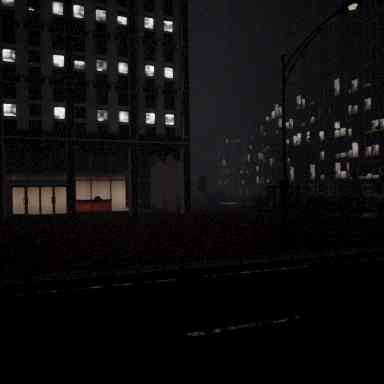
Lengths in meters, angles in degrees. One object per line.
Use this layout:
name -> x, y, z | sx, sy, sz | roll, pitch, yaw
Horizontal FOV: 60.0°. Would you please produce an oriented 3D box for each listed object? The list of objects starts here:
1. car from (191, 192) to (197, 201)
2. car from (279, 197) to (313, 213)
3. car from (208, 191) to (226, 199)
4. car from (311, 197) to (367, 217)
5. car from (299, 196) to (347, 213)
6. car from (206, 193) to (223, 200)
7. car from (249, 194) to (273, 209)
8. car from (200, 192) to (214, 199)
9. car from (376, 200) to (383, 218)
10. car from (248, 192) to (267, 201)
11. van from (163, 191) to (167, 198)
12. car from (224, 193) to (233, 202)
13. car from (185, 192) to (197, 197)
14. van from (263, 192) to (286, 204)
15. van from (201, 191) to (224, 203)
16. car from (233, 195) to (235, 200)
car -> -0.427, 1.056, 66.774 | 2.008, 1.369, 4.403 | 0, 1, -20
car -> 11.018, 1.400, 34.653 | 1.802, 1.307, 4.206 | 0, 1, -20
car -> 5.532, 0.634, 74.956 | 2.192, 1.841, 5.009 | 0, 1, -20
car -> 12.927, 1.435, 29.297 | 1.947, 1.339, 4.313 | 0, 1, -20
car -> 13.697, 1.257, 35.156 | 1.882, 1.535, 5.008 | -1, 1, -20
car -> 4.697, 0.931, 69.612 | 1.812, 1.442, 4.674 | -1, 1, -20
car -> 9.148, 1.332, 40.020 | 1.947, 1.339, 4.313 | 0, 1, -20
car -> 3.607, 0.706, 80.305 | 1.967, 1.590, 4.097 | 0, 1, -20
car -> 16.936, 1.218, 26.060 | 2.097, 1.767, 4.553 | -1, 1, -19
car -> 10.088, 1.161, 45.213 | 1.882, 1.535, 5.008 | -1, 1, -19
van -> -6.203, 0.687, 82.815 | 1.690, 1.788, 3.998 | 0, 1, -20
car -> 4.945, 0.893, 59.760 | 2.097, 1.767, 4.553 | -1, 1, -20
car -> -0.243, 0.710, 91.001 | 2.008, 1.369, 4.403 | 0, 1, -20
van -> 13.232, 0.871, 53.566 | 1.690, 1.788, 3.998 | 0, 1, -20
van -> 3.423, 0.952, 56.076 | 1.690, 1.788, 3.998 | 0, 1, -20
car -> 7.458, 0.955, 69.612 | 1.802, 1.307, 4.206 | 0, 1, -20
